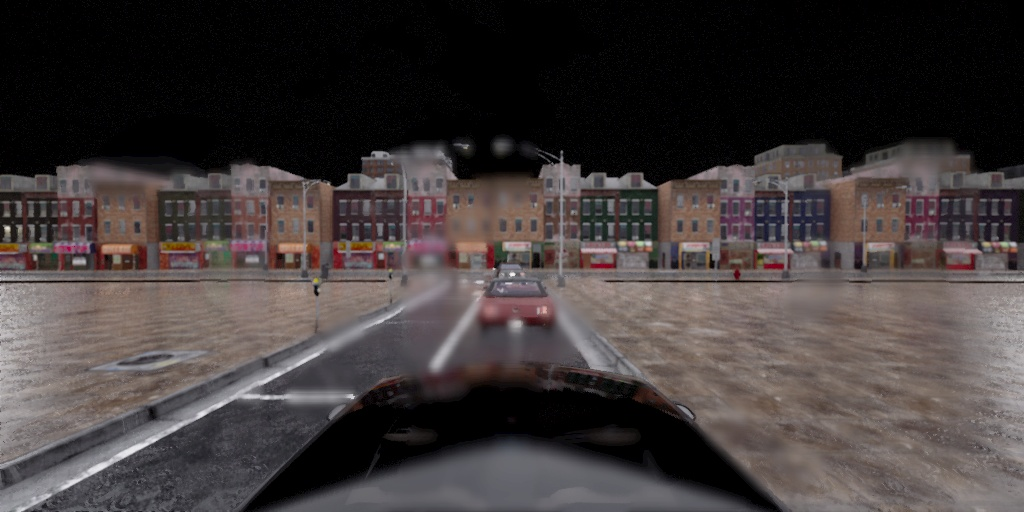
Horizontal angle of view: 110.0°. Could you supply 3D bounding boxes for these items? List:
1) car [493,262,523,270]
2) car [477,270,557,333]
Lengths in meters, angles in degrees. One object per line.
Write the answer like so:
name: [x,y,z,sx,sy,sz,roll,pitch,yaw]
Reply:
car: [-0.219,1.110,23.550,2.033,1.411,5.357,0,0,-5]
car: [0.119,1.274,10.467,1.895,1.301,4.718,0,0,0]
